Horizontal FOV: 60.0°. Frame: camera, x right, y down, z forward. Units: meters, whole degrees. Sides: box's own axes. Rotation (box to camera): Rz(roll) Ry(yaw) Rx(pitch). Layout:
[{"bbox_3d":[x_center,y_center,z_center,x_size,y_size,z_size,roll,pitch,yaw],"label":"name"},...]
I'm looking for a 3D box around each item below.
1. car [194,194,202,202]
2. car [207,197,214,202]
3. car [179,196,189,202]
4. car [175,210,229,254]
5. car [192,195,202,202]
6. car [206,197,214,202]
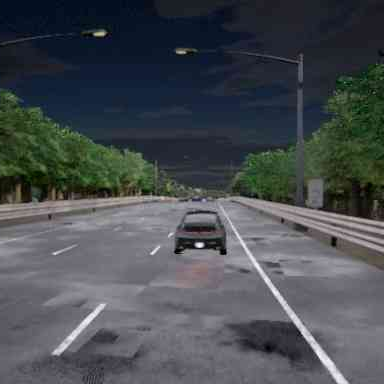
[{"bbox_3d":[1.741,1.801,95.645,2.150,2.045,5.566,0,-2,3],"label":"car"},{"bbox_3d":[5.232,2.138,95.400,1.994,1.385,4.181,0,-2,3],"label":"car"},{"bbox_3d":[-2.369,1.896,85.407,2.033,1.411,5.357,0,-2,3],"label":"car"},{"bbox_3d":[0.394,1.498,13.409,1.837,1.490,4.892,0,0,3],"label":"car"},{"bbox_3d":[1.125,1.844,85.203,1.882,1.535,5.008,0,-2,3],"label":"car"},{"bbox_3d":[4.641,1.939,85.370,1.994,1.385,4.181,0,-2,3],"label":"car"}]
